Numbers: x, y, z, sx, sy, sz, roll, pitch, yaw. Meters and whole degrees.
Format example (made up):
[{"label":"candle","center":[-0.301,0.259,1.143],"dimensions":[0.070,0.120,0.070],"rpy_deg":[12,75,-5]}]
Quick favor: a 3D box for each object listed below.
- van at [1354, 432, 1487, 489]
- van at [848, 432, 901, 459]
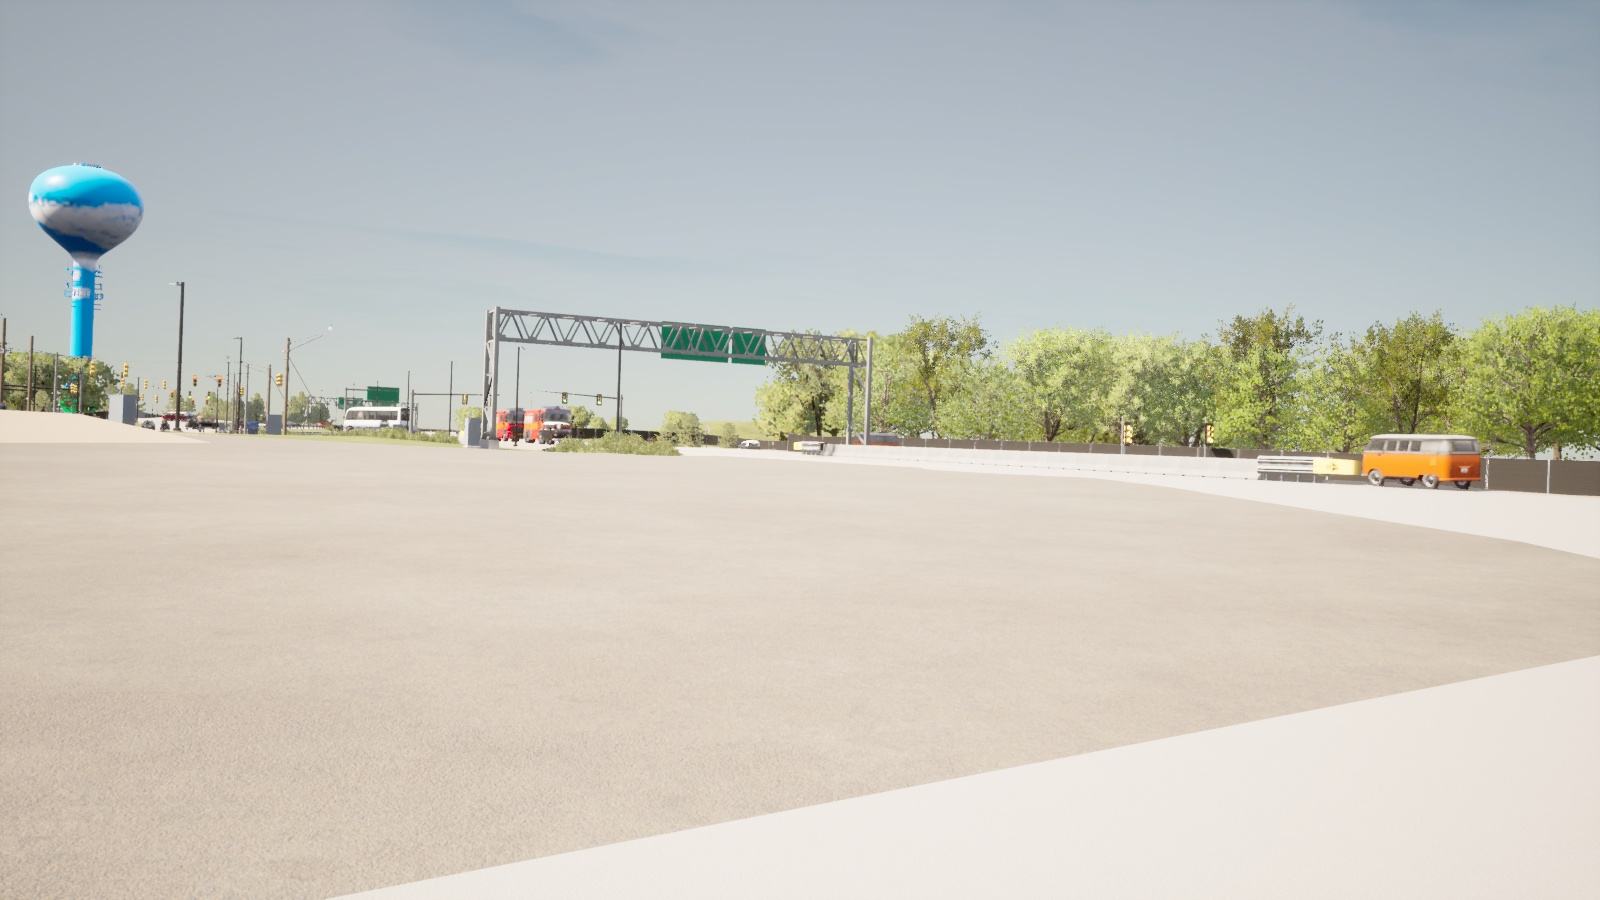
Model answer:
[{"label":"van","center":[22.815,0.317,46.364],"dimensions":[1.775,1.987,4.442],"rpy_deg":[0,1,-19]},{"label":"van","center":[5.854,-0.367,99.115],"dimensions":[1.775,1.987,4.442],"rpy_deg":[2,1,-35]}]
